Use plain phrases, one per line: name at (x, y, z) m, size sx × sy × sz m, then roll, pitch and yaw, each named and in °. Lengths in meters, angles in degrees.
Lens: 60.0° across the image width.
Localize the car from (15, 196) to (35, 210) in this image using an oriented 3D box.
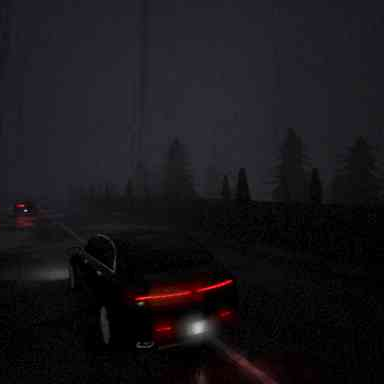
car at (-19.794, 1.252, 39.519) m, size 1.812 × 1.442 × 4.674 m, roll -2°, pitch 1°, yaw -23°

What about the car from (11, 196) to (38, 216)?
car at (-15.160, 1.301, 30.201) m, size 1.837 × 1.490 × 4.892 m, roll -2°, pitch 1°, yaw -28°

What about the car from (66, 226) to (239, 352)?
car at (-1.072, 1.398, 6.202) m, size 1.837 × 1.490 × 4.892 m, roll -2°, pitch 1°, yaw -28°
